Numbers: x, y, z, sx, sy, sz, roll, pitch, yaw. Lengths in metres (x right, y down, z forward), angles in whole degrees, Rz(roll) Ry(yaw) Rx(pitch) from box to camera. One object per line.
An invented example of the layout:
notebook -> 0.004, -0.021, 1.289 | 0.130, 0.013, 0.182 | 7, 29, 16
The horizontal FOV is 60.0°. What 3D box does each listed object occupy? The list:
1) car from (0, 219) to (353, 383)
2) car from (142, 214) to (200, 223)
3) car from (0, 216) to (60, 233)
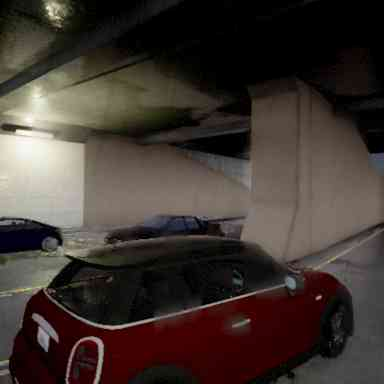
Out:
car -> 0.256, 1.383, 4.425 | 4.553, 1.767, 2.097 | 1, 0, -40
car -> -0.881, 1.628, 13.350 | 2.033, 1.411, 5.357 | 0, -1, 41
car -> -6.972, 1.597, 12.185 | 4.181, 1.385, 1.994 | 1, 0, -42
